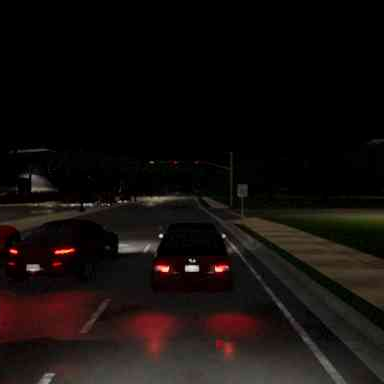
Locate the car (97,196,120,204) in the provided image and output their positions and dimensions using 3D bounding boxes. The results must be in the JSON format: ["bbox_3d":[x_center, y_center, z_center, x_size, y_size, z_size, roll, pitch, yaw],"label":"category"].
[{"bbox_3d":[-16.286,1.530,64.987,2.033,1.411,5.357,0,0,0],"label":"car"}]

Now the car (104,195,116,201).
[{"bbox_3d":[-19.768,1.530,80.262,1.994,1.385,4.181,0,0,0],"label":"car"}]

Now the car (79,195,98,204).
[{"bbox_3d":[-19.781,1.583,64.796,1.895,1.301,4.718,0,0,0],"label":"car"}]

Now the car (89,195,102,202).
[{"bbox_3d":[-23.268,1.502,80.048,1.812,1.442,4.674,0,0,0],"label":"car"}]

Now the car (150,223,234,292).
[{"bbox_3d":[0.007,1.545,9.020,2.033,1.411,5.357,0,0,0],"label":"car"}]

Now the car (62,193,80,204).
[{"bbox_3d":[-23.276,1.203,64.572,2.150,2.045,5.566,0,0,0],"label":"car"}]

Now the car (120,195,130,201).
[{"bbox_3d":[-16.268,1.456,80.434,1.882,1.535,5.008,0,0,0],"label":"car"}]

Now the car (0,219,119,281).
[{"bbox_3d":[-3.496,1.523,9.730,1.812,1.442,4.674,0,0,1],"label":"car"}]
